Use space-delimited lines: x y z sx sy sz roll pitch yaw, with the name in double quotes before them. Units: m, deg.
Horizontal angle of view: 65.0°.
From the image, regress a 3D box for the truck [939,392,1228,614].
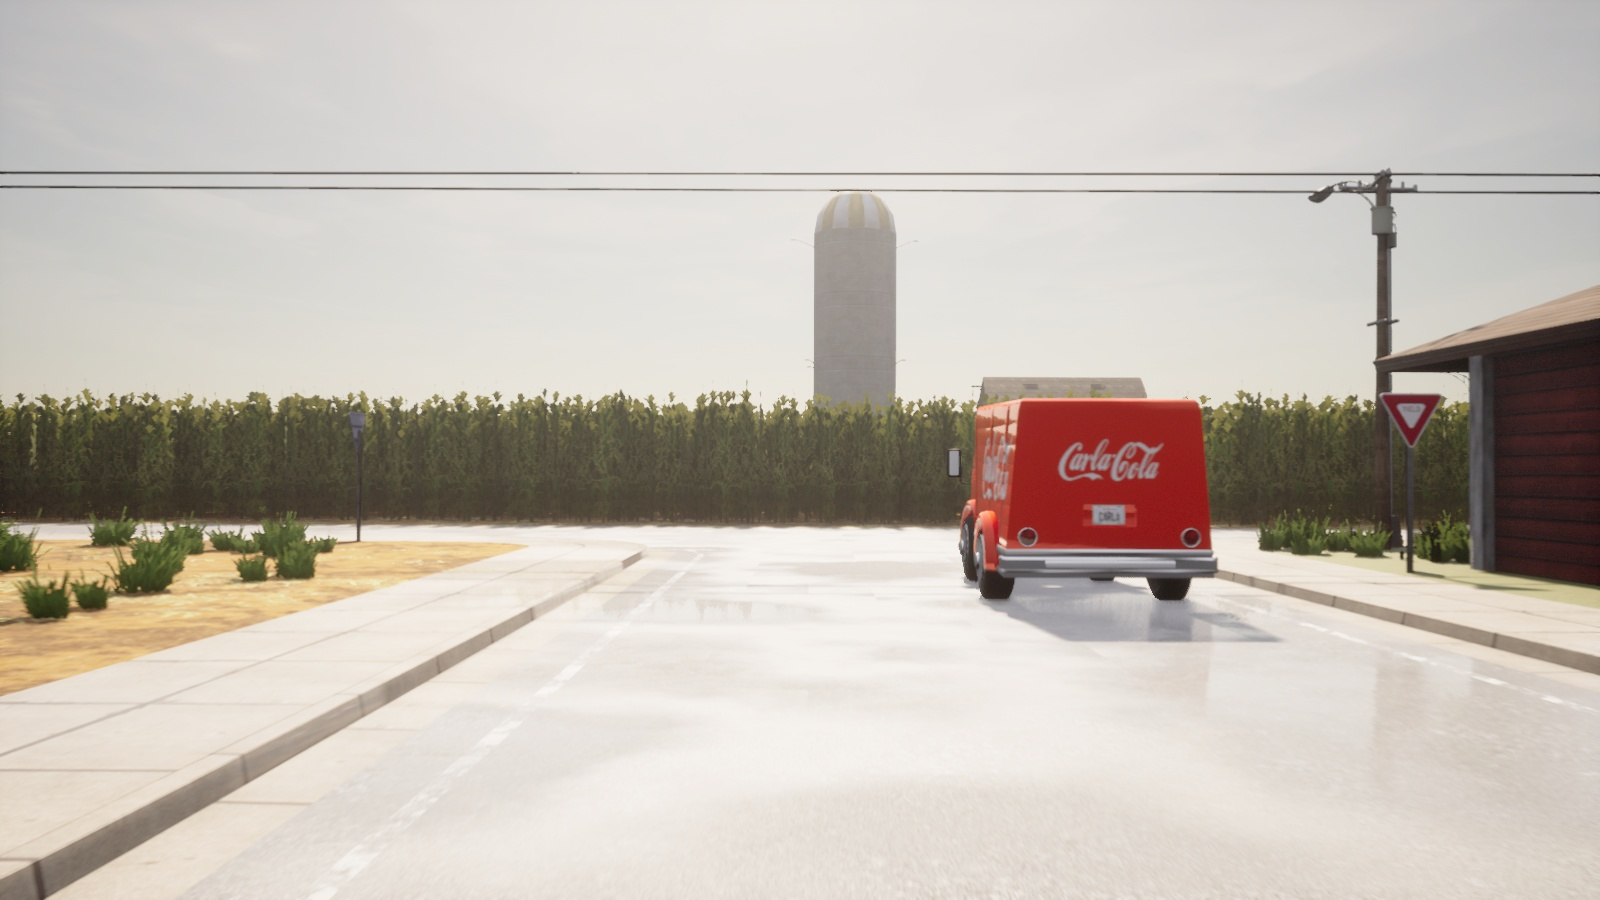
"truck" 3.459 0.603 16.639 2.627 2.467 5.204 0 0 0
